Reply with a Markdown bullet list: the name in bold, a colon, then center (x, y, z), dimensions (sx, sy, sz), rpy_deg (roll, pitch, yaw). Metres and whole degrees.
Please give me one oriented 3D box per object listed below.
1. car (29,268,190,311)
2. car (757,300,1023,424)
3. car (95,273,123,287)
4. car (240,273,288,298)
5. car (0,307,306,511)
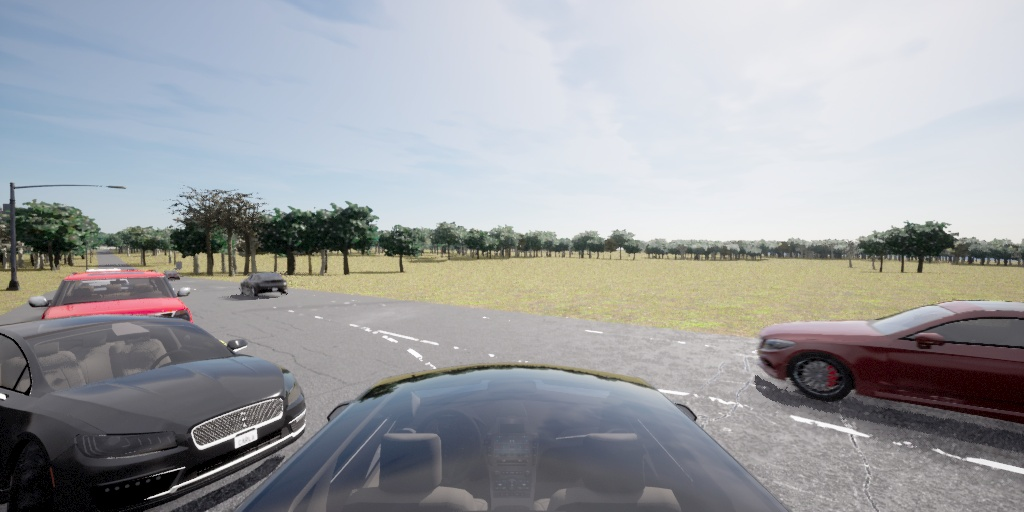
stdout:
- **car**: center (-9.480, 1.386, 8.621), dimensions (5.566, 2.045, 2.150), rpy_deg (-2, 0, 41)
- **car**: center (5.959, 1.304, 4.571), dimensions (4.674, 1.442, 1.812), rpy_deg (0, 0, 41)
- **car**: center (-45.991, 2.700, 40.991), dimensions (1.812, 1.442, 4.674), rpy_deg (-1, 0, -44)
- **car**: center (-16.771, 1.905, 24.164), dimensions (4.892, 1.490, 1.837), rpy_deg (-2, 0, 41)
- **car**: center (-4.564, 1.445, 3.981), dimensions (4.892, 1.490, 1.837), rpy_deg (-3, -3, 21)
